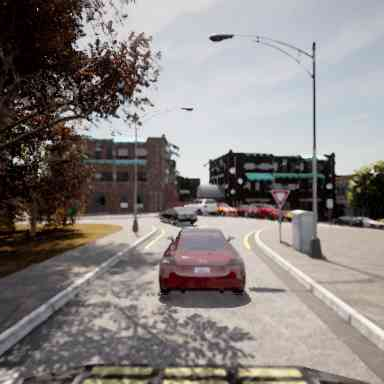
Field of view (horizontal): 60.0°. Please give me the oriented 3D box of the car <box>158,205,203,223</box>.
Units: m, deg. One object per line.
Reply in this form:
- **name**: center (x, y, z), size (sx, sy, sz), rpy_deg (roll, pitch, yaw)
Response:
- **car**: center (-1.286, 2.014, 28.421), size (2.033, 1.411, 5.357), rpy_deg (1, -1, -23)

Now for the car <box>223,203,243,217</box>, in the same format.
- **car**: center (3.896, 2.245, 43.067), size (2.185, 1.767, 4.553), rpy_deg (4, -3, -32)

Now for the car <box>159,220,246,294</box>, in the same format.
- **car**: center (0.246, 1.660, 9.026), size (1.994, 1.385, 4.181), rpy_deg (0, -1, 1)

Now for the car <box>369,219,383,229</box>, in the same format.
- **car**: center (24.565, 4.354, 47.147), size (2.002, 1.452, 4.674), rpy_deg (7, -3, -31)

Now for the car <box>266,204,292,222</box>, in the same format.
- **car**: center (9.844, 2.651, 44.246), size (2.435, 2.045, 5.566), rpy_deg (7, -3, -31)

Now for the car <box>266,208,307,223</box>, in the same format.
- **car**: center (12.663, 3.180, 45.008), size (1.946, 1.575, 5.366), rpy_deg (6, -3, -31)

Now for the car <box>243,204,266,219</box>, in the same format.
- **car**: center (6.858, 2.490, 43.627), size (2.185, 1.767, 4.553), rpy_deg (6, -3, -32)

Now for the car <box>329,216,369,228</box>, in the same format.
- **car**: center (21.605, 4.070, 46.571), size (2.002, 1.452, 4.674), rpy_deg (6, -3, -31)

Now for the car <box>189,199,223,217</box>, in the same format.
- **car**: center (1.028, 1.960, 42.418), size (2.435, 2.045, 5.566), rpy_deg (1, -2, -31)
